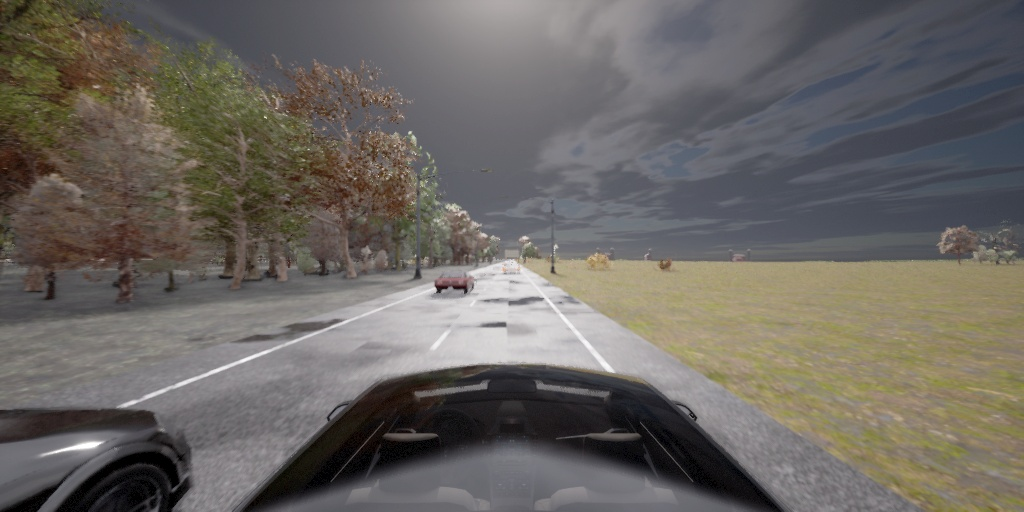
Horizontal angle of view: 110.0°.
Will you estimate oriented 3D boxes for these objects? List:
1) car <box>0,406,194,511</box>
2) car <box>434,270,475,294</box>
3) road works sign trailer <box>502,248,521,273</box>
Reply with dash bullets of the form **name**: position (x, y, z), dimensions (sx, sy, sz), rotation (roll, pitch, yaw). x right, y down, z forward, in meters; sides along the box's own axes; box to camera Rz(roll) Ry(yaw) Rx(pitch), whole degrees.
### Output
- **car**: position (-3.401, 1.307, 0.960), dimensions (1.994, 1.385, 4.181), rotation (0, -1, 0)
- **car**: position (-3.409, 1.540, 22.126), dimensions (1.895, 1.301, 4.718), rotation (0, -1, 0)
- **road works sign trailer**: position (-0.014, 0.685, 52.097), dimensions (2.380, 3.560, 2.880), rotation (0, 0, 0)
